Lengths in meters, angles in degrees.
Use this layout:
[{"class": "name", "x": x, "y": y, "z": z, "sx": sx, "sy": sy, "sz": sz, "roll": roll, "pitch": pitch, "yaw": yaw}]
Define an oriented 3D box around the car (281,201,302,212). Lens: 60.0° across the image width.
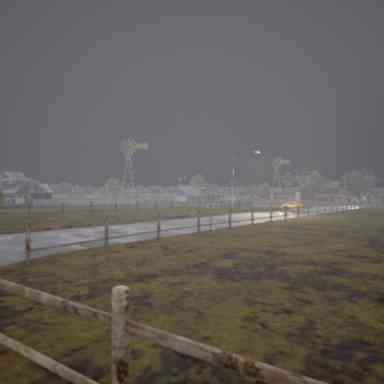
[{"class": "car", "x": 14.794, "y": 2.128, "z": 49.332, "sx": 1.882, "sy": 1.535, "sz": 5.008, "roll": 1, "pitch": 0, "yaw": 36}]
